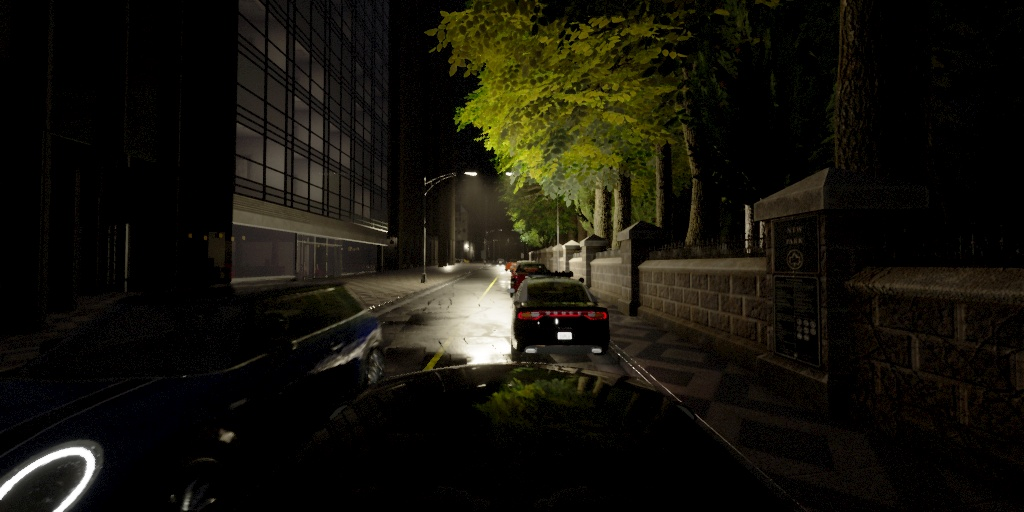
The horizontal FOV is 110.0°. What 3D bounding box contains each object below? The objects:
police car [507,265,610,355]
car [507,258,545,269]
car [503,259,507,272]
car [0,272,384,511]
[{"bbox_3d":[0.924,1.177,8.802,1.930,1.638,5.238,0,0,0],"label":"police car"},{"bbox_3d":[0.957,1.105,18.664,2.097,1.767,4.553,0,0,0],"label":"car"},{"bbox_3d":[0.205,1.128,47.407,2.097,1.767,4.553,0,0,1],"label":"car"},{"bbox_3d":[-2.995,1.103,3.557,2.097,1.767,4.553,0,0,0],"label":"car"}]
